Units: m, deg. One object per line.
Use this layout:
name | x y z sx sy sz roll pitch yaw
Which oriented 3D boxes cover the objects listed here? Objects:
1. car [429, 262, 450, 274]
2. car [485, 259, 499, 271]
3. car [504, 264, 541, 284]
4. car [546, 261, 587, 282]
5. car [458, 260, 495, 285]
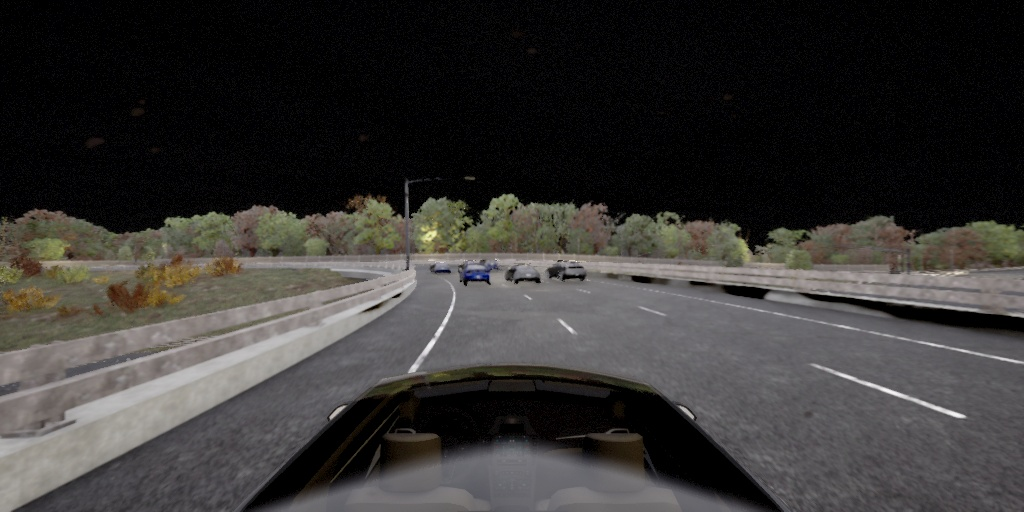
car | -9.250 1.486 45.634 1.994 1.385 4.181 -1 0 -24
car | -3.524 1.166 49.881 2.097 1.767 4.553 -1 0 -25
car | 0.713 1.300 26.832 1.994 1.385 4.181 -1 0 -13
car | 4.091 1.164 27.819 2.128 1.511 4.902 -1 0 -13
car | -2.845 1.280 26.716 1.882 1.535 5.008 -1 0 -13
